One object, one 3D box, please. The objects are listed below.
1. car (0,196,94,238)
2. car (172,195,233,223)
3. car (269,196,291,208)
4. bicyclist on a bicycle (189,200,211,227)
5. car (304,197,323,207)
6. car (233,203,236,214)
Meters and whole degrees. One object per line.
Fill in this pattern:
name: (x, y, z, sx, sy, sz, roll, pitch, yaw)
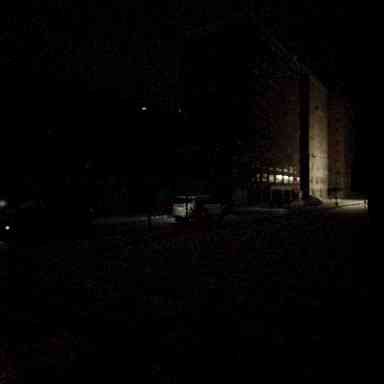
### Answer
car: (-8.152, 1.286, 18.591, 2.150, 2.045, 5.566, 0, 0, 35)
car: (0.728, 1.256, 25.957, 2.150, 2.045, 5.566, 0, 0, 36)
car: (12.733, 1.419, 47.693, 1.837, 1.490, 4.892, 0, 0, 35)
bicyclist on a bicycle: (0.454, 1.335, 20.563, 1.656, 1.620, 0.582, -1, 0, 36)
car: (18.513, 1.515, 50.889, 1.812, 1.442, 4.674, 0, 0, 35)
car: (2.700, 1.521, 33.790, 2.128, 1.511, 4.902, 0, 0, 36)
